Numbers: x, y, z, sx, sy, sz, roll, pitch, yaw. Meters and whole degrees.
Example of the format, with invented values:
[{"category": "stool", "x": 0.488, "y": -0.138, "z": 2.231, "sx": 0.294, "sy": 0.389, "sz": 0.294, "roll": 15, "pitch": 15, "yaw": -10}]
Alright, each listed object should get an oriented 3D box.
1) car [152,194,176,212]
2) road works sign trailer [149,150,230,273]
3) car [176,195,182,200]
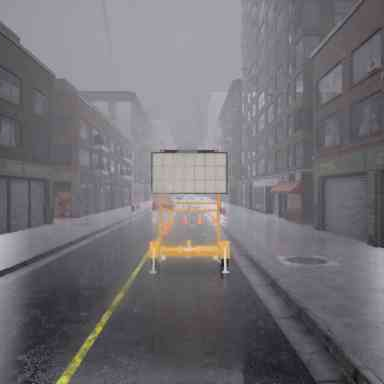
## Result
[{"category": "car", "x": -3.401, "y": 1.215, "z": 38.938, "sx": 2.150, "sy": 2.045, "sz": 5.566, "roll": 0, "pitch": 0, "yaw": 0}, {"category": "road works sign trailer", "x": -0.081, "y": 0.464, "z": 10.627, "sx": 2.380, "sy": 3.560, "sz": 2.880, "roll": 0, "pitch": 0, "yaw": 0}, {"category": "car", "x": -3.720, "y": 1.566, "z": 92.906, "sx": 1.895, "sy": 1.301, "sz": 4.718, "roll": 0, "pitch": 0, "yaw": 0}]
